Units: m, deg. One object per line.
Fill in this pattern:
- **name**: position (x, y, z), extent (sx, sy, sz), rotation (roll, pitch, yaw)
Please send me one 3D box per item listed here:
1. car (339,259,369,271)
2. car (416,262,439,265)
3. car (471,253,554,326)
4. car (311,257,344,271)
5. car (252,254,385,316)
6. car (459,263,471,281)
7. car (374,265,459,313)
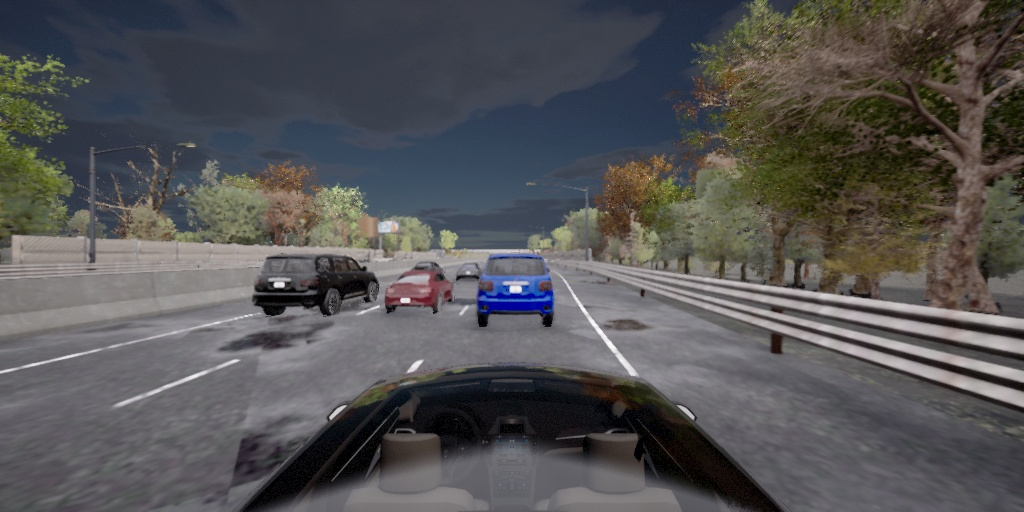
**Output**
- **car**: position (-21.050, 1.175, 47.982), extent (1.882, 1.535, 5.008), rotation (0, 0, 0)
- **car**: position (-6.898, 1.215, 29.706), extent (1.837, 1.490, 4.892), rotation (0, 0, 0)
- **car**: position (0.088, 0.953, 11.835), extent (2.150, 2.045, 5.566), rotation (0, 0, 0)
- **car**: position (-24.548, 1.049, 47.990), extent (2.097, 1.767, 4.553), rotation (0, 0, 0)
- **car**: position (-6.907, 0.952, 13.342), extent (2.150, 2.045, 5.566), rotation (0, 0, 0)
- **car**: position (-3.399, 1.274, 29.829), extent (1.994, 1.385, 4.181), rotation (0, 0, 0)
- **car**: position (-3.408, 1.256, 13.792), extent (1.812, 1.442, 4.674), rotation (0, 0, 0)
